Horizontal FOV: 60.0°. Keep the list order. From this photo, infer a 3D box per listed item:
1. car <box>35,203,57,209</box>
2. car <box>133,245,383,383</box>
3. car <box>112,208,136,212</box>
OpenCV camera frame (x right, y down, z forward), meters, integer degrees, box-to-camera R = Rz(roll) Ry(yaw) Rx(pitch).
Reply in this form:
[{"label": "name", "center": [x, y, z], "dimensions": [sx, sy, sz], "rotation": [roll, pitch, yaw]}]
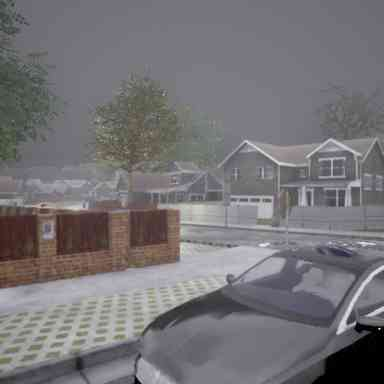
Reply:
[{"label": "car", "center": [-16.515, 1.963, 37.583], "dimensions": [1.882, 1.535, 5.008], "rotation": [1, -1, -33]}, {"label": "car", "center": [1.659, 1.498, 4.134], "dimensions": [4.902, 1.511, 2.128], "rotation": [0, 0, -36]}, {"label": "car", "center": [-4.338, 1.809, 22.440], "dimensions": [1.994, 1.385, 4.181], "rotation": [1, -1, -43]}]
